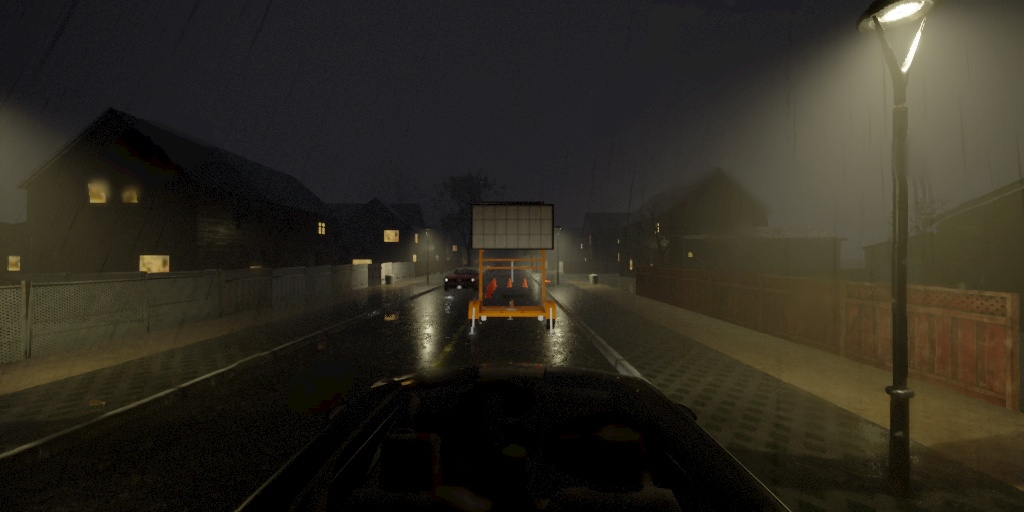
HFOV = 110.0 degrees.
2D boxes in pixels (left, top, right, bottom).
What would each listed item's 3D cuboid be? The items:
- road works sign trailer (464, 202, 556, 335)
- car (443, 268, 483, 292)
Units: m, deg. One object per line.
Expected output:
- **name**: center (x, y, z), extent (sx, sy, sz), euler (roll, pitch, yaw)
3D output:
- **road works sign trailer**: center (0.009, 0.220, 10.546), extent (2.380, 3.560, 2.880), euler (0, 0, 0)
- **car**: center (-2.831, 1.384, 21.547), extent (1.895, 1.301, 4.718), euler (0, 0, 0)
